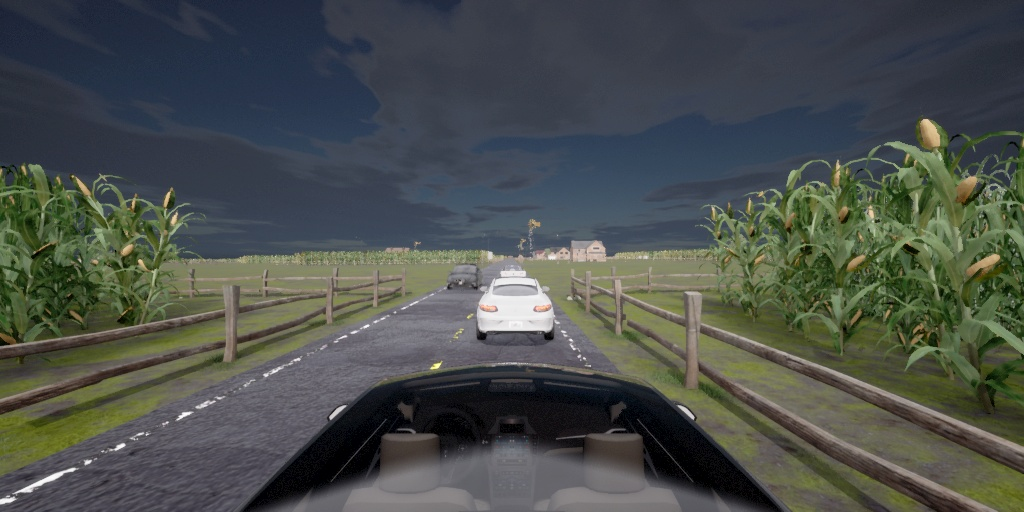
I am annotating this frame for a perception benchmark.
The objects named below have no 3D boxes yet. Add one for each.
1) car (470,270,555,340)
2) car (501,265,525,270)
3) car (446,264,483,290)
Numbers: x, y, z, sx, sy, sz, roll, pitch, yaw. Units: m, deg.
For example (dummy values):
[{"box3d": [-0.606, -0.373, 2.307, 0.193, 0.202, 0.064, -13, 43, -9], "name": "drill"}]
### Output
[{"box3d": [0.079, 1.279, 9.865, 1.812, 1.442, 4.674, 0, 0, 0], "name": "car"}, {"box3d": [0.074, 1.369, 28.335, 1.895, 1.301, 4.718, 0, 0, -1], "name": "car"}, {"box3d": [-2.870, 1.267, 22.464, 1.837, 1.490, 4.892, 0, 0, 0], "name": "car"}]
